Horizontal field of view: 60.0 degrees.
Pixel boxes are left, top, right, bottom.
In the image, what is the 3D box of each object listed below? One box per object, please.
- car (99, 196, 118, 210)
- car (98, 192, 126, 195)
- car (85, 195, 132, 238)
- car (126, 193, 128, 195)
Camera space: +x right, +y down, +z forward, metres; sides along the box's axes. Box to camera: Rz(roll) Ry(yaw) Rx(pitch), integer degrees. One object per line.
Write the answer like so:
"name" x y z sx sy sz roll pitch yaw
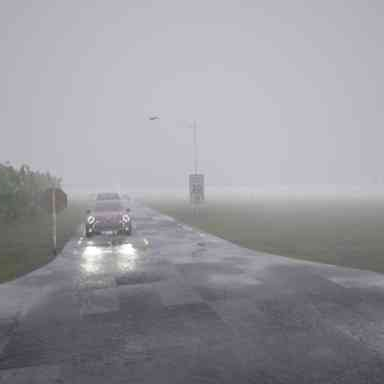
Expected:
"car" -9.758 1.269 38.659 1.994 1.385 4.181 -1 1 -14
"car" -6.873 1.021 27.301 2.150 2.045 5.566 -1 1 -14
"car" -4.307 1.236 17.202 2.097 1.767 4.553 -1 1 -14
"car" -12.412 0.958 60.891 1.837 1.490 4.892 -1 1 -14
